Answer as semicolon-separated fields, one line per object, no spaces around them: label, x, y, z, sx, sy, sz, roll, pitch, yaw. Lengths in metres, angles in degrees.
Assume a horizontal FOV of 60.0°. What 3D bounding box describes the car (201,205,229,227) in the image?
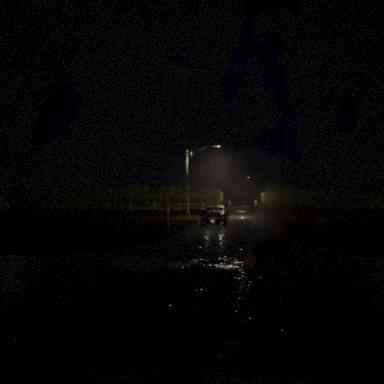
car;1.828;1.798;25.723;2.128;1.511;4.902;-1;-1;9
